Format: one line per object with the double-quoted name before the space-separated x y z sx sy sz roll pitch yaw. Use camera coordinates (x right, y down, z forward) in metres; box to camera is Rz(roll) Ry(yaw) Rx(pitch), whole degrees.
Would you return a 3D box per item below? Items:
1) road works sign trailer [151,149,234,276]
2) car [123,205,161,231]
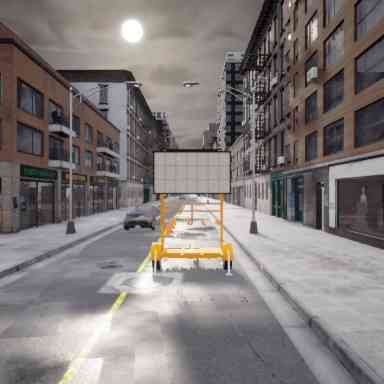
"road works sign trailer" 0.004 0.466 10.381 2.380 3.560 2.880 0 0 0
"car" -2.992 1.557 21.039 2.033 1.411 5.357 0 0 0
